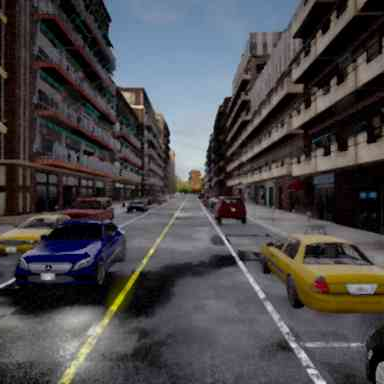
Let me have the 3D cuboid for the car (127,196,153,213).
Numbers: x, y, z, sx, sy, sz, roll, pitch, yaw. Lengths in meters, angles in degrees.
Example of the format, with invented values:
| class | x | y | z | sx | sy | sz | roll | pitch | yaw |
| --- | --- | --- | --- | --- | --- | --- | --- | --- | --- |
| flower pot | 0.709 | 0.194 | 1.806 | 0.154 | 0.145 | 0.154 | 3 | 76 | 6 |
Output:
| class | x | y | z | sx | sy | sz | roll | pitch | yaw |
| --- | --- | --- | --- | --- | --- | --- | --- | --- | --- |
| car | -5.685 | 1.445 | 35.303 | 1.947 | 1.339 | 4.313 | 1 | 0 | 0 |

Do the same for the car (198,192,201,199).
| class | x | y | z | sx | sy | sz | roll | pitch | yaw |
| --- | --- | --- | --- | --- | --- | --- | --- | --- | --- |
| car | 2.692 | 1.052 | 79.813 | 2.192 | 1.841 | 5.009 | 1 | 0 | 0 |

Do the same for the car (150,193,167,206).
| class | x | y | z | sx | sy | sz | roll | pitch | yaw |
| --- | --- | --- | --- | --- | --- | --- | --- | --- | --- |
| car | -5.684 | 1.140 | 52.005 | 2.192 | 1.841 | 5.009 | 1 | 0 | 0 |

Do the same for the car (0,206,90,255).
| class | x | y | z | sx | sy | sz | roll | pitch | yaw |
| --- | --- | --- | --- | --- | --- | --- | --- | --- | --- |
| car | -5.682 | 1.480 | 12.861 | 1.752 | 1.417 | 4.829 | 1 | 0 | 0 |

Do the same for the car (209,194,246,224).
| class | x | y | z | sx | sy | sz | roll | pitch | yaw |
| --- | --- | --- | --- | --- | --- | --- | --- | --- | --- |
| car | 2.700 | 1.231 | 24.134 | 2.192 | 1.841 | 5.009 | 1 | 0 | 0 |

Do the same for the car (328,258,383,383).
| class | x | y | z | sx | sy | sz | roll | pitch | yaw |
| --- | --- | --- | --- | --- | --- | --- | --- | --- | --- |
| car | 2.700 | 1.544 | 1.863 | 2.008 | 1.369 | 4.403 | 1 | 0 | 0 |

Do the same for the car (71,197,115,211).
| class | x | y | z | sx | sy | sz | roll | pitch | yaw |
| --- | --- | --- | --- | --- | --- | --- | --- | --- | --- |
| car | -5.679 | 1.250 | 18.598 | 2.192 | 1.841 | 5.009 | 1 | 0 | 0 |

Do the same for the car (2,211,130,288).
| class | x | y | z | sx | sy | sz | roll | pitch | yaw |
| --- | --- | --- | --- | --- | --- | --- | --- | --- | --- |
| car | -3.001 | 1.493 | 9.257 | 1.812 | 1.442 | 4.674 | 0 | 0 | 0 |

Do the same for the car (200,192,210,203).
| class | x | y | z | sx | sy | sz | roll | pitch | yaw |
| --- | --- | --- | --- | --- | --- | --- | --- | --- | --- |
| car | 2.697 | 1.157 | 46.404 | 2.192 | 1.841 | 5.009 | 1 | 0 | 0 |

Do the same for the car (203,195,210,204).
| class | x | y | z | sx | sy | sz | roll | pitch | yaw |
| --- | --- | --- | --- | --- | --- | --- | --- | --- | --- |
| car | 2.695 | 1.405 | 40.838 | 1.887 | 1.381 | 4.507 | 1 | 0 | 0 |

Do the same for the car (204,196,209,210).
| class | x | y | z | sx | sy | sz | roll | pitch | yaw |
| --- | --- | --- | --- | --- | --- | --- | --- | --- | --- |
| car | 2.696 | 1.429 | 35.270 | 2.008 | 1.369 | 4.403 | 1 | 0 | 0 |

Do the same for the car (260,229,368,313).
| class | x | y | z | sx | sy | sz | roll | pitch | yaw |
| --- | --- | --- | --- | --- | --- | --- | --- | --- | --- |
| car | 2.700 | 1.498 | 7.601 | 1.752 | 1.417 | 4.829 | 1 | 0 | 0 |
